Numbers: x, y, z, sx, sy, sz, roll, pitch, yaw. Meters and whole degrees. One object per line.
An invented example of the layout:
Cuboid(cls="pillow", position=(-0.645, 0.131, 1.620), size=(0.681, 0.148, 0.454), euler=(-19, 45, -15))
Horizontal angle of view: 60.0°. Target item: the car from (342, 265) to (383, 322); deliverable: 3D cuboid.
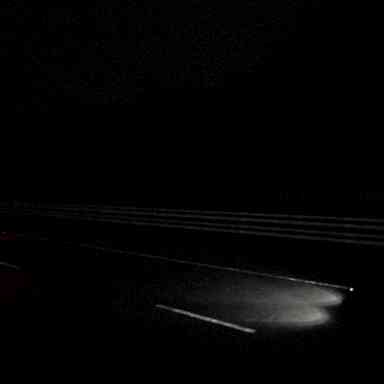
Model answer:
Cuboid(cls="car", position=(5.124, 1.560, 4.636), size=(5.357, 1.411, 2.033), euler=(1, 0, 36))
